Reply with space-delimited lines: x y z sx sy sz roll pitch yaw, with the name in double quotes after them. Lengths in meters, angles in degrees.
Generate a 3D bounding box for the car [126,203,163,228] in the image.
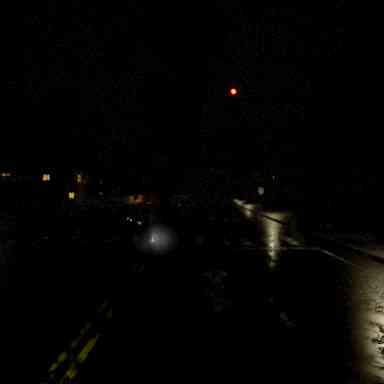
-2.993 1.536 21.735 1.837 1.490 4.892 0 1 1 "car"

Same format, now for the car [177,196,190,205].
-1.436 1.440 57.767 1.812 1.442 4.674 0 0 4 "car"
